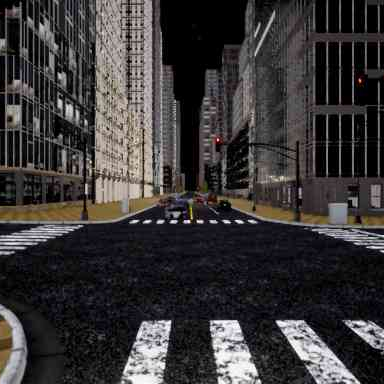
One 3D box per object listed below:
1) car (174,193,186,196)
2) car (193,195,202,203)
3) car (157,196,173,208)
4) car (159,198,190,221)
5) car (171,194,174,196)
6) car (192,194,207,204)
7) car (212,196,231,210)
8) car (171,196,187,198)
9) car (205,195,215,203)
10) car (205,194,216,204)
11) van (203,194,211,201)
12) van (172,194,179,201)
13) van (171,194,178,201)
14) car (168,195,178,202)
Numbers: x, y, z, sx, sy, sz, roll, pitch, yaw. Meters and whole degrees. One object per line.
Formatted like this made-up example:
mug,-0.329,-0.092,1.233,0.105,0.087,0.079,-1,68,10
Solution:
car,-1.620,1.354,58.549,2.097,1.767,4.553,0,0,0
car,1.145,1.488,73.260,1.837,1.490,4.892,0,0,0
car,-4.056,1.593,47.296,1.802,1.307,4.206,0,0,0
car,-1.289,1.511,27.086,2.128,1.511,4.902,0,0,-3
car,-4.136,1.564,63.878,1.947,1.339,4.313,0,0,0
car,1.274,1.599,63.092,1.895,1.301,4.718,0,0,0
car,3.900,1.579,41.808,1.947,1.339,4.313,0,0,0
car,-1.574,1.613,44.329,1.895,1.301,4.718,0,0,0
car,3.717,1.432,69.445,1.967,1.590,4.097,0,0,0
car,3.744,1.313,63.916,2.192,1.841,5.009,0,0,0
van,3.663,1.321,80.499,1.690,1.788,3.998,0,0,0
van,-4.244,1.315,85.989,1.690,1.788,3.998,0,0,0
van,-4.217,1.321,80.461,1.690,1.788,3.998,0,0,0
car,-4.190,1.426,74.934,1.967,1.590,4.097,0,0,0
